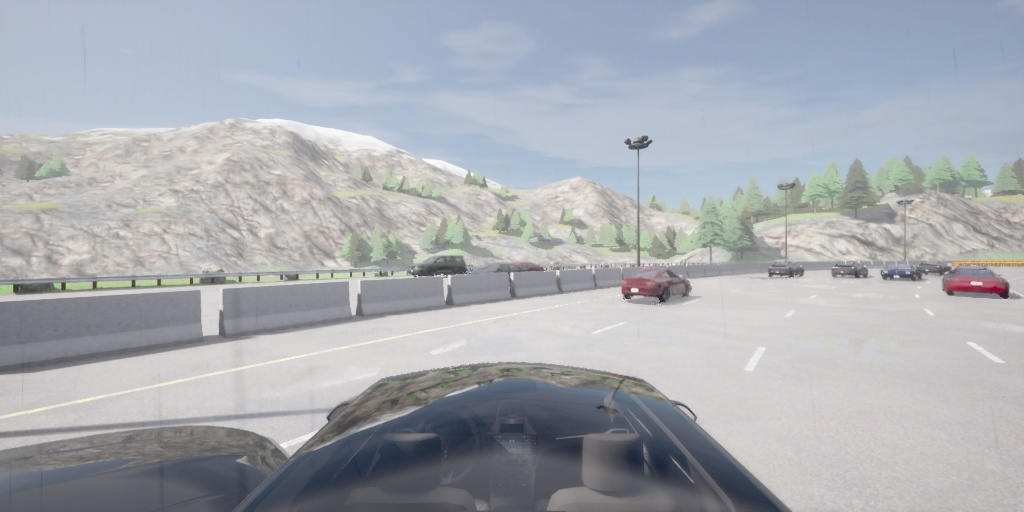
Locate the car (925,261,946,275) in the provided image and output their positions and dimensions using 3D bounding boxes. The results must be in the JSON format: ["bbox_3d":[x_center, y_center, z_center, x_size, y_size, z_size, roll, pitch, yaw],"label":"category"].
[{"bbox_3d":[43.314,1.242,36.808,4.902,1.511,2.128,0,0,-31],"label":"car"}]

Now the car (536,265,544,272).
[{"bbox_3d":[0.591,1.227,30.645,5.008,1.535,1.882,0,0,-44],"label":"car"}]

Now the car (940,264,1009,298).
[{"bbox_3d":[24.141,1.313,18.769,4.181,1.385,1.994,0,0,-41],"label":"car"}]

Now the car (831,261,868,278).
[{"bbox_3d":[31.376,1.242,33.286,4.902,1.511,2.128,0,0,-35],"label":"car"}]

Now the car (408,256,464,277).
[{"bbox_3d":[-6.767,0.971,33.225,2.150,2.045,5.566,0,0,45],"label":"car"}]

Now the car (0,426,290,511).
[{"bbox_3d":[-2.981,1.255,0.477,4.892,1.490,1.837,0,0,-45],"label":"car"}]

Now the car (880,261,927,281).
[{"bbox_3d":[32.309,1.351,29.677,4.718,1.301,1.895,0,0,-35],"label":"car"}]

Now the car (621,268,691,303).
[{"bbox_3d":[6.756,1.275,16.751,1.812,1.442,4.674,0,0,44],"label":"car"}]

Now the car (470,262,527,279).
[{"bbox_3d":[-1.155,1.297,33.857,5.357,1.411,2.033,0,0,-44],"label":"car"}]

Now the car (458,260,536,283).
[{"bbox_3d":[-0.918,1.227,24.169,1.882,1.535,5.008,0,0,44],"label":"car"}]

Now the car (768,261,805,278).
[{"bbox_3d":[25.583,1.241,33.393,4.902,1.511,2.128,0,0,-37],"label":"car"}]
